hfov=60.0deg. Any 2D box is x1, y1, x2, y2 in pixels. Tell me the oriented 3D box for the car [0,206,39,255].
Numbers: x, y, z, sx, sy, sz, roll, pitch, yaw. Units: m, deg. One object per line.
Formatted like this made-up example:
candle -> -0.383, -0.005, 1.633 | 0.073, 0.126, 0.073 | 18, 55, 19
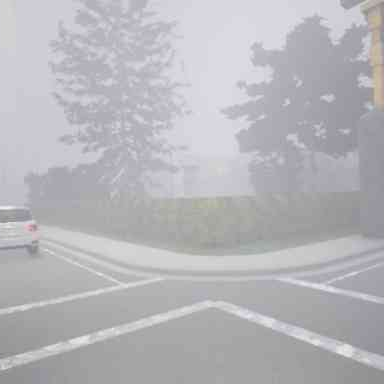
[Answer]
car -> -8.345, 1.652, 14.571 | 2.150, 2.045, 5.566 | -2, -1, -37
